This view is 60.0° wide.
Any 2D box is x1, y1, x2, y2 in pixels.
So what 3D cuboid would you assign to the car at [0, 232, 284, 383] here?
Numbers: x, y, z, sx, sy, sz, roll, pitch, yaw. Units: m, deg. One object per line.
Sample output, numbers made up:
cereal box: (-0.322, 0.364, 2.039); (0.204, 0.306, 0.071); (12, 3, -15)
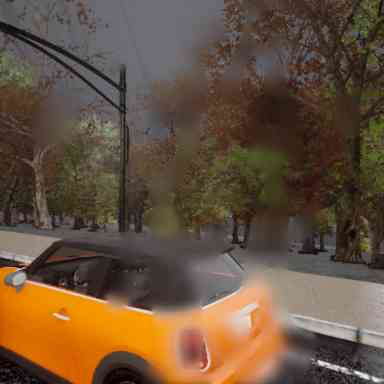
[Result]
car: (-1.208, 1.351, 4.558); (4.553, 1.767, 2.097); (0, 0, 36)
